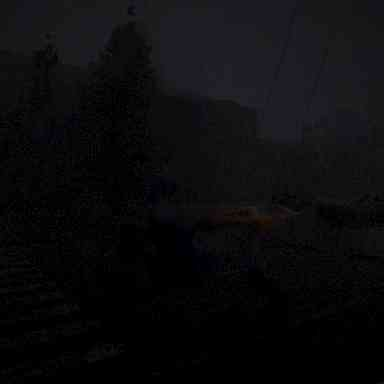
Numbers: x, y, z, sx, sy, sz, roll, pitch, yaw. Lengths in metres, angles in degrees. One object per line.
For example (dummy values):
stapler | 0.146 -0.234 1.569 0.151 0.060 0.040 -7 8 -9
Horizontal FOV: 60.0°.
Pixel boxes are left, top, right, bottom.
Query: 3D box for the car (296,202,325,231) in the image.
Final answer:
car | 5.314 1.507 20.363 4.674 1.452 2.002 -1 -1 34

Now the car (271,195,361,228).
car | 7.788 1.206 22.093 5.566 2.045 2.435 -1 -1 35

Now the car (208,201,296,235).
car | 2.714 1.475 18.717 5.366 1.575 1.946 -1 0 35

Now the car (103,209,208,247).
car | -1.996 1.514 15.119 4.792 1.488 2.163 -1 -1 34

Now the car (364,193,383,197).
car | 15.072 1.137 27.345 5.566 2.045 2.435 -1 0 35

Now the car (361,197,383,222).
car | 12.806 1.409 25.485 5.366 1.575 1.946 -1 -1 35
